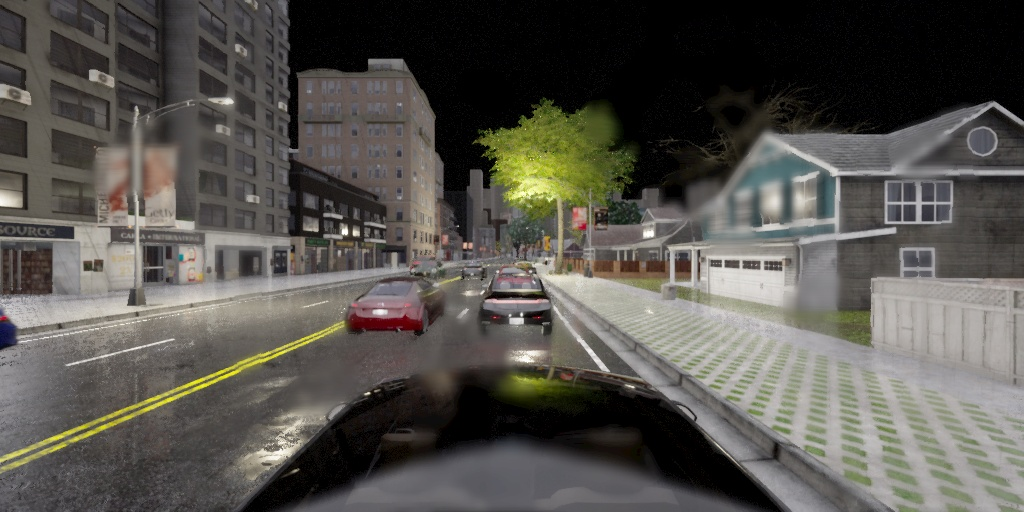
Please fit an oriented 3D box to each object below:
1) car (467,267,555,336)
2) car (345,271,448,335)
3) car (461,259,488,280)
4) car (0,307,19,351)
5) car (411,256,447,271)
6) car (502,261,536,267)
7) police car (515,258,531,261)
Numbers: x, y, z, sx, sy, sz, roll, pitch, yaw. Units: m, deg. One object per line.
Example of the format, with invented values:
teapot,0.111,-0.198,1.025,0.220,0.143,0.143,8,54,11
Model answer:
car,0.112,1.239,10.434,2.128,1.511,4.902,0,0,0
car,-3.139,1.312,10.559,1.994,1.385,4.181,0,0,0
car,-3.118,1.220,30.438,2.128,1.511,4.902,0,0,0
car,-9.846,1.275,4.503,1.812,1.442,4.674,0,0,0
car,-6.569,1.083,28.597,2.097,1.767,4.553,0,0,0
car,0.121,1.219,19.938,1.882,1.535,5.008,0,0,0
police car,1.006,1.155,29.667,1.930,1.638,5.238,0,0,0
